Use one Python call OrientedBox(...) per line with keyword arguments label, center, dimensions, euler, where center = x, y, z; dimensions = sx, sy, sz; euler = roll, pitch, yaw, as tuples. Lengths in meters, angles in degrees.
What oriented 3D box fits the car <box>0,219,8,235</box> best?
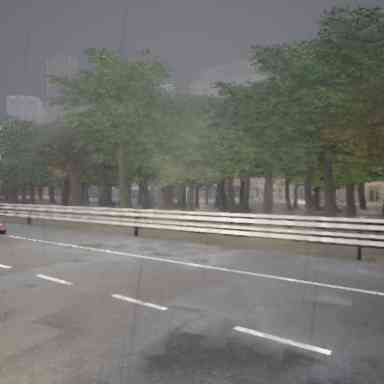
OrientedBox(label="car", center=(-10.979, 1.552, 16.027), dimensions=(5.357, 1.411, 2.033), euler=(0, 0, 36))
